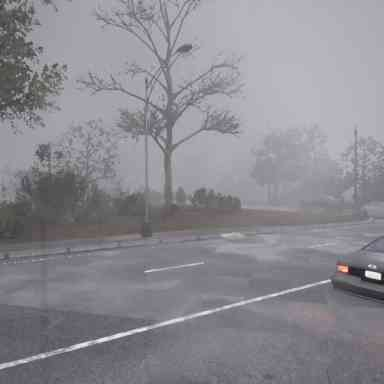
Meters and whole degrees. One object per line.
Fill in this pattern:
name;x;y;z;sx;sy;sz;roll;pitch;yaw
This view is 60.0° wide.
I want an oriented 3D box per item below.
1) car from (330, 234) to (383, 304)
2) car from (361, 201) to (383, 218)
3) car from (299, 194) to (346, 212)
car;5.337;1.547;7.427;5.357;1.411;2.033;0;0;-34
car;16.185;1.525;27.811;1.812;1.442;4.674;1;0;-10
car;15.182;1.228;38.954;2.150;2.045;5.566;0;0;-29
